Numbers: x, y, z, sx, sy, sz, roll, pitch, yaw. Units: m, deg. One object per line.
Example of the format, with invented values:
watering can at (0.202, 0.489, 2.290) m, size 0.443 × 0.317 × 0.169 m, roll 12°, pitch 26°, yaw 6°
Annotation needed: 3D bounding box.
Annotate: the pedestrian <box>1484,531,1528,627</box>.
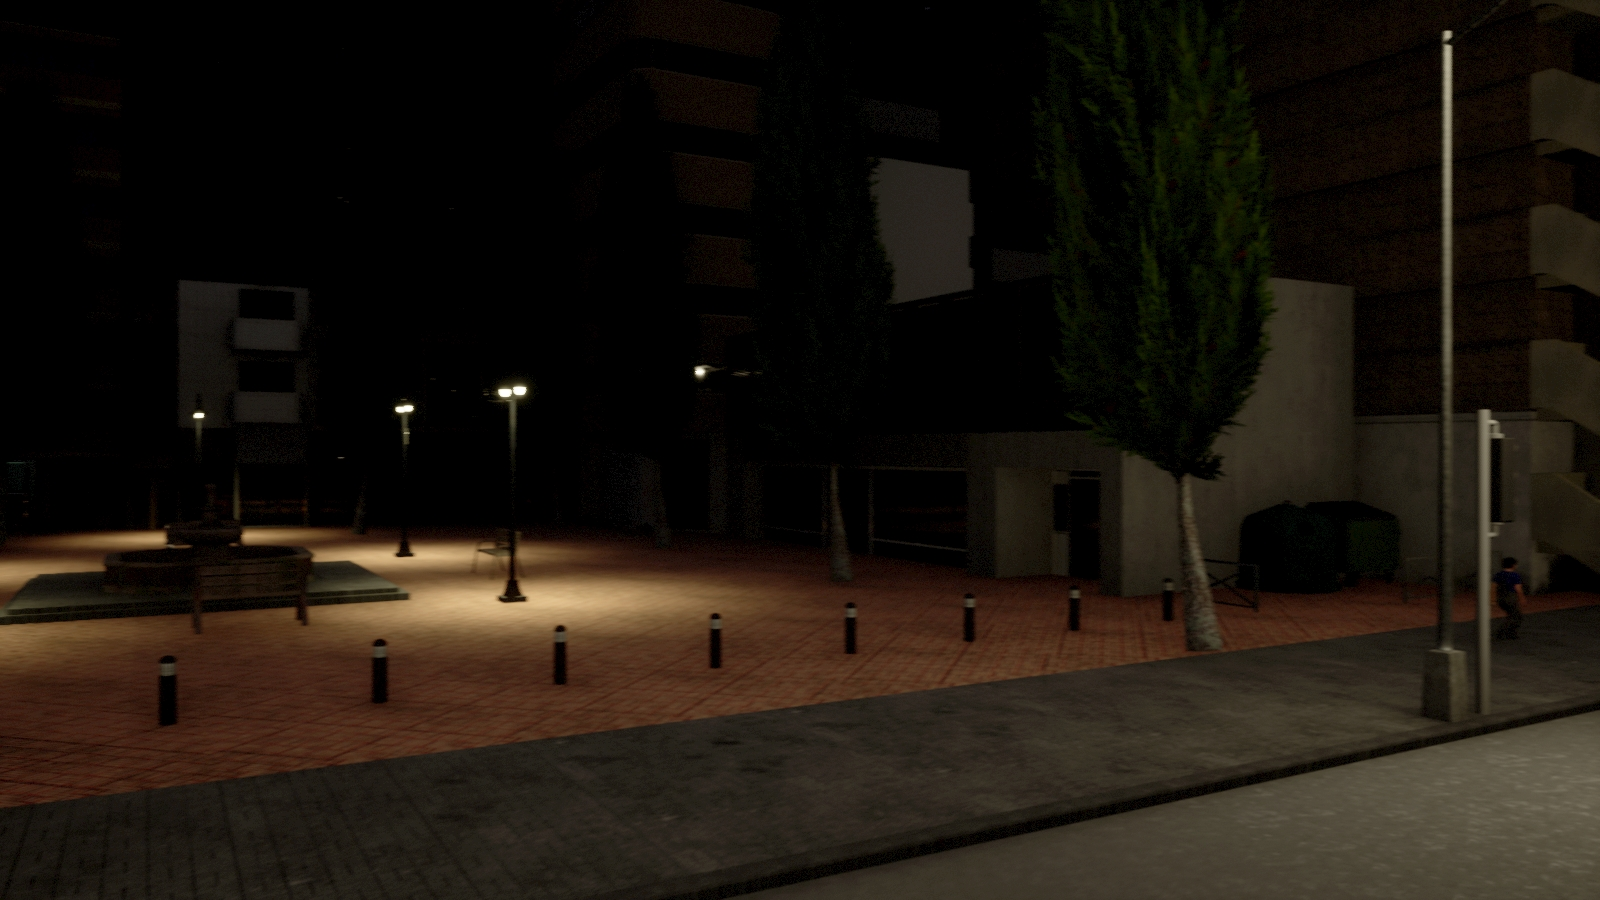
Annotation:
pedestrian at (9.962, 1.813, 16.128) m, size 0.375 × 1.300 × 0.375 m, roll 0°, pitch 0°, yaw -19°
